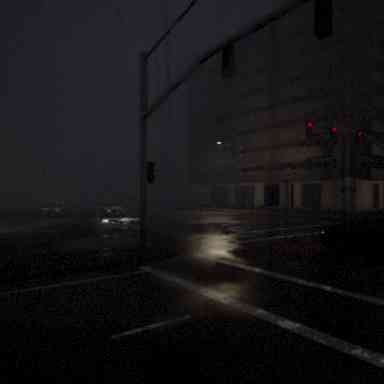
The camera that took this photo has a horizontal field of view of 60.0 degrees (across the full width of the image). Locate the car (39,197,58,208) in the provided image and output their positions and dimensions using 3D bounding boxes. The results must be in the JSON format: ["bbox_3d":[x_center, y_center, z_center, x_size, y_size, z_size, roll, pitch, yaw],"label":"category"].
[{"bbox_3d":[-21.874,1.503,50.693,1.882,1.535,5.008,0,0,-35],"label":"car"}]

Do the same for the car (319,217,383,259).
[{"bbox_3d":[6.438,1.559,10.766,1.812,1.442,4.674,0,0,-35],"label":"car"}]

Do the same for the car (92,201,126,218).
[{"bbox_3d":[-7.824,1.581,30.879,1.812,1.442,4.674,0,0,-35],"label":"car"}]
